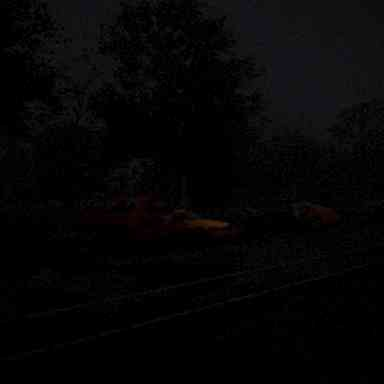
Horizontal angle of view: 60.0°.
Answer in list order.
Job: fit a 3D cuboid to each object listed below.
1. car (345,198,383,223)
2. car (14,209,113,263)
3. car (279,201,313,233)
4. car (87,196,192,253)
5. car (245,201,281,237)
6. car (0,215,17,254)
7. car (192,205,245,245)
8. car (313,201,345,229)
[{"bbox_3d":[11.248,1.386,24.447,4.792,1.488,2.163,-1,0,33],"label":"car"},{"bbox_3d":[-5.463,1.519,12.153,4.792,1.488,2.163,-1,-1,34],"label":"car"},{"bbox_3d":[4.169,1.287,19.106,4.553,1.767,2.185,-1,0,34],"label":"car"},{"bbox_3d":[-3.099,1.219,13.912,5.566,2.045,2.435,-1,0,34],"label":"car"},{"bbox_3d":[1.751,1.433,17.369,4.892,1.521,2.231,-1,0,34],"label":"car"},{"bbox_3d":[-7.937,1.539,10.450,4.792,1.488,2.163,-1,0,34],"label":"car"},{"bbox_3d":[-0.502,1.445,15.532,5.366,1.575,1.946,-1,-1,34],"label":"car"},{"bbox_3d":[6.538,1.394,20.874,5.008,1.535,2.097,-1,0,34],"label":"car"}]
